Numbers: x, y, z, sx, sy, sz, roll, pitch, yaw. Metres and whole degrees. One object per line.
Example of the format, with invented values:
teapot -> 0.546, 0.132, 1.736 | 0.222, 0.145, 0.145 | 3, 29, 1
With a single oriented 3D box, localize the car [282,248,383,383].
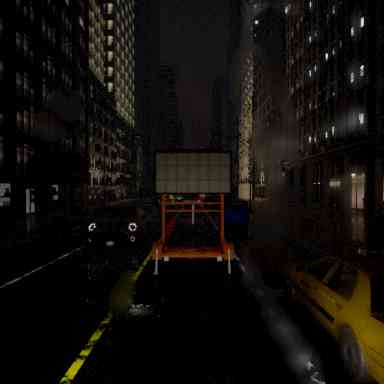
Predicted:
car -> 2.690, 1.524, 5.208 | 1.752, 1.417, 4.829 | -1, 0, 0

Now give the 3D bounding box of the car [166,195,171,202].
car -> -5.583, 1.536, 61.890 | 2.008, 1.369, 4.403 | -1, 0, 0

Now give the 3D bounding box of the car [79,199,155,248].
car -> -3.076, 1.348, 14.738 | 2.097, 1.767, 4.553 | 0, 0, 0

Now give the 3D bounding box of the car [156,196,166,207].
car -> -5.605, 1.539, 50.523 | 2.008, 1.369, 4.403 | -1, 0, 0

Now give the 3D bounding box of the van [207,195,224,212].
van -> 2.752, 1.332, 39.140 | 1.690, 1.788, 3.998 | -1, 0, 0

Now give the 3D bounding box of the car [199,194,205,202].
car -> 2.797, 1.536, 61.874 | 2.008, 1.369, 4.403 | -1, 0, 0

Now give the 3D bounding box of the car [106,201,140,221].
car -> -5.648, 1.538, 27.789 | 1.887, 1.381, 4.507 | -1, 0, 0

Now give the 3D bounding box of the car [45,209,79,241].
car -> -5.669, 1.547, 16.421 | 2.008, 1.369, 4.403 | -1, 0, 0

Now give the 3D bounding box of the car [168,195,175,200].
car -> -5.530, 1.502, 90.139 | 1.752, 1.417, 4.829 | -1, 0, 0

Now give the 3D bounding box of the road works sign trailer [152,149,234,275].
road works sign trailer -> 0.033, 0.462, 10.460 | 2.380, 3.560, 2.880 | 0, 0, 0

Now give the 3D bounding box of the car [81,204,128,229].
car -> -5.658, 1.561, 22.105 | 1.947, 1.339, 4.313 | -1, 0, 0

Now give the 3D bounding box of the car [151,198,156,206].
car -> -5.626, 1.573, 39.156 | 1.802, 1.307, 4.206 | -1, 0, 0

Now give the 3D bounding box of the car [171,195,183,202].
car -> -2.865, 1.529, 72.642 | 2.033, 1.411, 5.357 | 0, 0, 0

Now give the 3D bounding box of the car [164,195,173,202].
car -> -5.552, 1.420, 78.941 | 1.967, 1.590, 4.097 | -1, 0, 0

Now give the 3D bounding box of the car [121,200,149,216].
car -> -5.638, 1.543, 33.472 | 2.008, 1.369, 4.403 | -1, 0, 0

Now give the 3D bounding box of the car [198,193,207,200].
car -> 2.849, 1.291, 90.293 | 2.192, 1.841, 5.009 | -1, 0, 0

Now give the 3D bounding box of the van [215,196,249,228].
van -> 2.720, 1.336, 22.089 | 1.690, 1.788, 3.998 | -1, 0, 0

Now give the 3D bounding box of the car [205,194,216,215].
car -> 2.741, 1.307, 33.457 | 2.192, 1.841, 5.009 | -1, 0, 0
